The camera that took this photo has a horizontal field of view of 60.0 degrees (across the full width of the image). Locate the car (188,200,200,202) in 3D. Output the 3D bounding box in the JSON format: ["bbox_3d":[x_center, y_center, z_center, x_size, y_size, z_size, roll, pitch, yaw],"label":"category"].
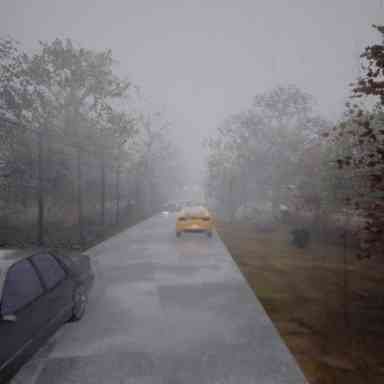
[{"bbox_3d":[0.227,1.724,39.582,2.097,1.767,4.553,0,-1,0],"label":"car"}]

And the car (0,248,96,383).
[{"bbox_3d":[-2.847,1.552,4.501,2.033,1.411,5.357,0,0,0],"label":"car"}]

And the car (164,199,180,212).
[{"bbox_3d":[-2.660,1.835,46.784,2.097,1.767,4.553,0,-1,1],"label":"car"}]

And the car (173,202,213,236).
[{"bbox_3d":[0.133,1.568,19.071,1.882,1.535,5.008,0,-1,0],"label":"car"}]
